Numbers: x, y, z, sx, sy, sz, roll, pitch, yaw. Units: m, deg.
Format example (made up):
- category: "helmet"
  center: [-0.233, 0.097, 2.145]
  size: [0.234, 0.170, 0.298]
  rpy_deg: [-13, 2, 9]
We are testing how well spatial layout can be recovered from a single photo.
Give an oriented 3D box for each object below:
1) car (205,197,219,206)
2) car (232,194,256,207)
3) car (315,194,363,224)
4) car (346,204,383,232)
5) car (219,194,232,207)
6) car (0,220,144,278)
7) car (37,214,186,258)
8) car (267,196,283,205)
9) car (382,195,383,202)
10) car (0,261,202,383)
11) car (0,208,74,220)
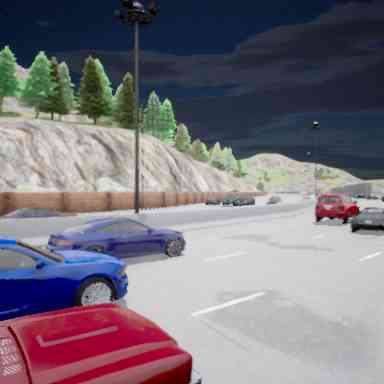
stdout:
- category: "car"
  center: [3.724, 1.650, 57.255]
  size: [2.033, 1.411, 5.357]
  rpy_deg: [0, 0, 19]
- category: "car"
  center: [7.868, 1.287, 48.248]
  size: [2.150, 2.045, 5.566]
  rpy_deg: [0, 0, 22]
- category: "car"
  center: [10.998, 1.226, 25.121]
  size: [2.150, 2.045, 5.566]
  rpy_deg: [0, 0, 37]
- category: "car"
  center: [10.689, 1.558, 19.227]
  size: [1.994, 1.385, 4.181]
  rpy_deg: [0, 0, 40]
- category: "car"
  center: [6.486, 1.306, 54.539]
  size: [2.150, 2.045, 5.566]
  rpy_deg: [0, 0, 19]
- category: "car"
  center: [-3.566, 1.507, 5.768]
  size: [5.008, 1.535, 1.882]
  rpy_deg: [0, 0, -36]
- category: "car"
  center: [-2.366, 1.561, 11.121]
  size: [4.674, 1.442, 1.812]
  rpy_deg: [0, 0, -39]
- category: "car"
  center: [13.118, 1.404, 52.352]
  size: [2.097, 1.767, 4.553]
  rpy_deg: [0, 0, 19]
- category: "car"
  center: [42.671, 1.183, 71.641]
  size: [2.150, 2.045, 5.566]
  rpy_deg: [0, 0, 18]
- category: "car"
  center: [-2.247, 1.617, 2.373]
  size: [4.718, 1.301, 1.895]
  rpy_deg: [0, 0, -35]
- category: "car"
  center: [-9.309, 1.630, 19.093]
  size: [5.357, 1.411, 2.033]
  rpy_deg: [0, 0, -39]
